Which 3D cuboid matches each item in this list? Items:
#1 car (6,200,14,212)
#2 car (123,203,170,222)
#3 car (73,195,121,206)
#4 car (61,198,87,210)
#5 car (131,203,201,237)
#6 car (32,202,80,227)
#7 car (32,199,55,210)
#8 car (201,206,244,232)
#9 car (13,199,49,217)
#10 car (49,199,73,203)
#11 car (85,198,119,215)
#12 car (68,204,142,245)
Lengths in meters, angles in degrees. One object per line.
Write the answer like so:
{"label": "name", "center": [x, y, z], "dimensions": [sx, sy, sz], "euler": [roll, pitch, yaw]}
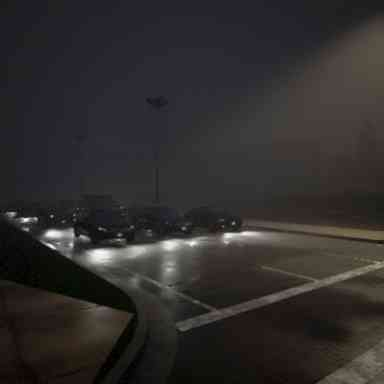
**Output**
{"label": "car", "center": [-21.068, 1.612, 39.894], "dimensions": [1.994, 1.385, 4.181], "euler": [0, 0, -34]}
{"label": "car", "center": [-3.843, 1.627, 27.435], "dimensions": [1.895, 1.301, 4.718], "euler": [0, 0, -35]}
{"label": "car", "center": [-7.347, 1.249, 26.338], "dimensions": [2.150, 2.045, 5.566], "euler": [0, 0, -35]}
{"label": "car", "center": [-15.945, 1.596, 44.804], "dimensions": [2.033, 1.411, 5.357], "euler": [0, 0, -34]}
{"label": "car", "center": [-1.749, 1.543, 18.423], "dimensions": [1.812, 1.442, 4.674], "euler": [0, 0, -36]}
{"label": "car", "center": [-9.620, 1.628, 23.480], "dimensions": [1.895, 1.301, 4.718], "euler": [0, 0, -35]}
{"label": "car", "center": [-19.766, 1.615, 44.194], "dimensions": [1.994, 1.385, 4.181], "euler": [0, 0, -34]}
{"label": "car", "center": [1.188, 1.580, 20.295], "dimensions": [1.994, 1.385, 4.181], "euler": [0, 0, -35]}
{"label": "car", "center": [-15.341, 1.601, 31.632], "dimensions": [1.994, 1.385, 4.181], "euler": [0, 0, -35]}
{"label": "car", "center": [-13.053, 1.543, 34.468], "dimensions": [1.837, 1.490, 4.892], "euler": [0, 0, -35]}
{"label": "car", "center": [-9.779, 1.515, 35.893], "dimensions": [1.882, 1.535, 5.008], "euler": [0, 0, -35]}
{"label": "car", "center": [-4.355, 1.543, 16.047], "dimensions": [1.812, 1.442, 4.674], "euler": [0, 0, -34]}
